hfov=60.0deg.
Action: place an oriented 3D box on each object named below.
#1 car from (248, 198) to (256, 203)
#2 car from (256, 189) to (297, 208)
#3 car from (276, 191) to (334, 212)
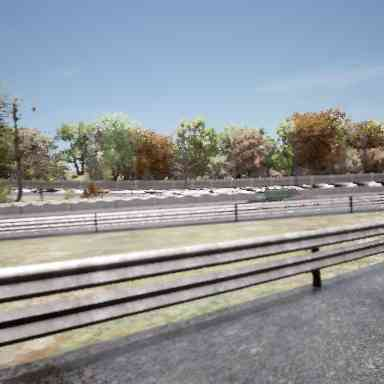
[{"bbox_3d":[9.155,0.935,38.489,5.357,1.411,2.033,-3,2,-14],"label":"car"},{"bbox_3d":[10.096,0.653,35.112,5.566,2.045,2.150,-3,2,-14],"label":"car"},{"bbox_3d":[11.057,0.952,31.747,5.008,1.535,1.882,-3,2,-14],"label":"car"}]
